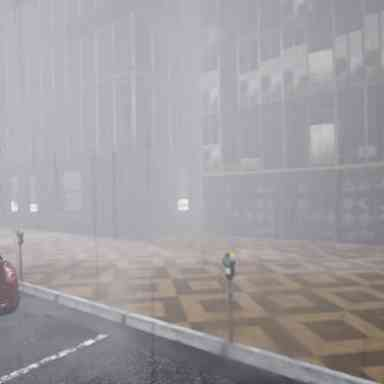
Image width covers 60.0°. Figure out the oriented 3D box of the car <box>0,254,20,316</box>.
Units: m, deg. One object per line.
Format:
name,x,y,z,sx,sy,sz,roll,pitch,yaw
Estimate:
car,-5.162,1.501,6.417,4.097,1.590,1.967,-1,-1,36
